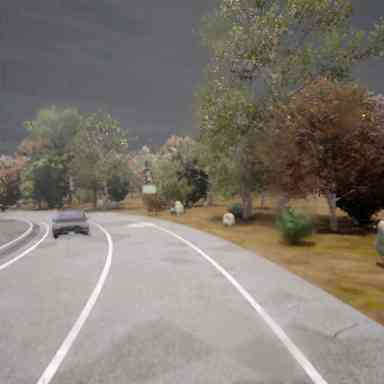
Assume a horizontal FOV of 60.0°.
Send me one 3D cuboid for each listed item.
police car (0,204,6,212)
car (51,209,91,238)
[{"bbox_3d":[-36.426,2.959,62.182,5.238,1.638,1.930,-3,2,44],"label":"police car"},{"bbox_3d":[-6.931,1.713,19.171,2.033,1.411,5.357,-2,0,-19],"label":"car"}]
